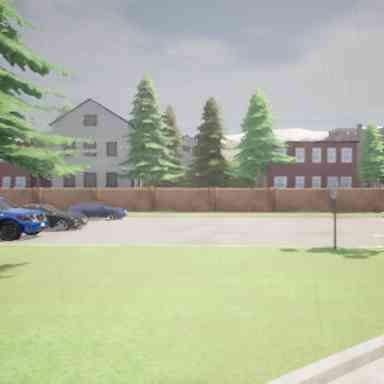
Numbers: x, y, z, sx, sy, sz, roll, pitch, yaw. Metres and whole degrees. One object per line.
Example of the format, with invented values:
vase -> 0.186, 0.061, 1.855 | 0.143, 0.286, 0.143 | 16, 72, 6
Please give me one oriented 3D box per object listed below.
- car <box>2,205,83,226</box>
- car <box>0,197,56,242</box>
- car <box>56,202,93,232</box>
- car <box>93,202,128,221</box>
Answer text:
car -> -10.212, 1.566, 22.902 | 4.718, 1.301, 1.895 | 0, 0, 2
car -> -9.848, 1.196, 15.886 | 5.566, 2.045, 2.150 | 0, 0, 2
car -> -8.612, 1.475, 19.351 | 4.892, 1.490, 1.837 | 0, 0, 2
car -> -7.459, 1.487, 26.329 | 4.674, 1.442, 1.812 | 0, 0, 2
